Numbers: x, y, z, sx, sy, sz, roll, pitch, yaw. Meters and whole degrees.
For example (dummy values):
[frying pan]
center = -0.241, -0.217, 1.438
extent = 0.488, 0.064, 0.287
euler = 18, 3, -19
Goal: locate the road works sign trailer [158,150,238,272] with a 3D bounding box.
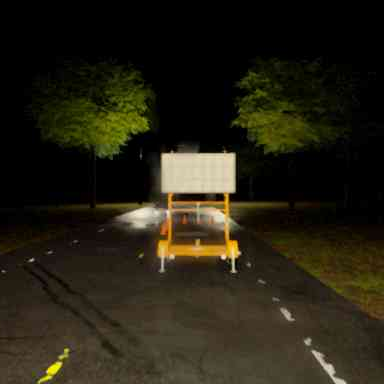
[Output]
[road works sign trailer]
center = 0.206, 0.459, 10.733
extent = 2.380, 3.560, 2.880
euler = 0, 0, 2

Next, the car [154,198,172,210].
[car]
center = -3.649, 1.511, 42.790
extent = 1.837, 1.490, 4.892
euler = 0, 0, 0
